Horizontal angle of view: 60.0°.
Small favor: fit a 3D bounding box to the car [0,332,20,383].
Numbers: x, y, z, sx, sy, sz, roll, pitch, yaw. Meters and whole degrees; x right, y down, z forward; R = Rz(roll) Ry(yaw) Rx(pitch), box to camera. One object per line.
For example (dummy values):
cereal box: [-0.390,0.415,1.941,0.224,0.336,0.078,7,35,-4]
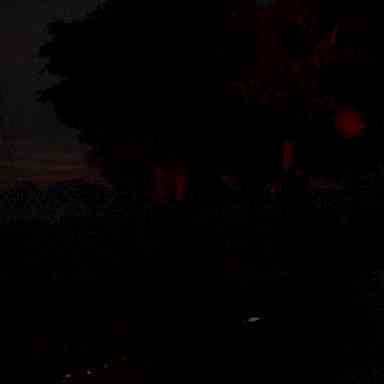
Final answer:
car: [-3.243,1.491,1.063,4.902,1.511,2.128,0,0,-36]
